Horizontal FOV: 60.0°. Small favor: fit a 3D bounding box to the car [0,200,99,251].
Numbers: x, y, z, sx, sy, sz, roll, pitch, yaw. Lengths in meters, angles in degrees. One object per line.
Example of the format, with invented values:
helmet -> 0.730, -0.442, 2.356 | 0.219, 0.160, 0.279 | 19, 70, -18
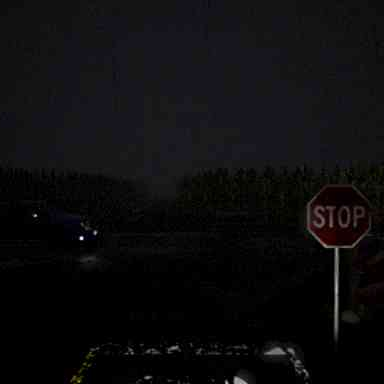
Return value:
car -> -6.753, 1.354, 13.655 | 5.566, 2.045, 2.150 | -1, 0, 0
